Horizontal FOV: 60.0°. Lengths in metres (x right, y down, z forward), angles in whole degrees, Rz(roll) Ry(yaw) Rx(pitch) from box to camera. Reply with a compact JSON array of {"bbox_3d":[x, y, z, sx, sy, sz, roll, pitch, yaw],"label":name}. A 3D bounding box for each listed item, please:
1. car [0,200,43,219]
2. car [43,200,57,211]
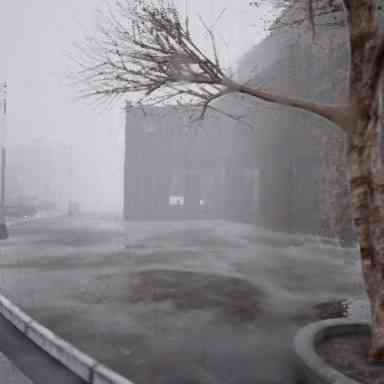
[{"bbox_3d":[-16.350,1.701,31.348,2.128,1.511,4.902,1,-1,-3],"label":"car"},{"bbox_3d":[-19.736,1.780,43.834,1.882,1.535,5.008,1,-1,5],"label":"car"}]
